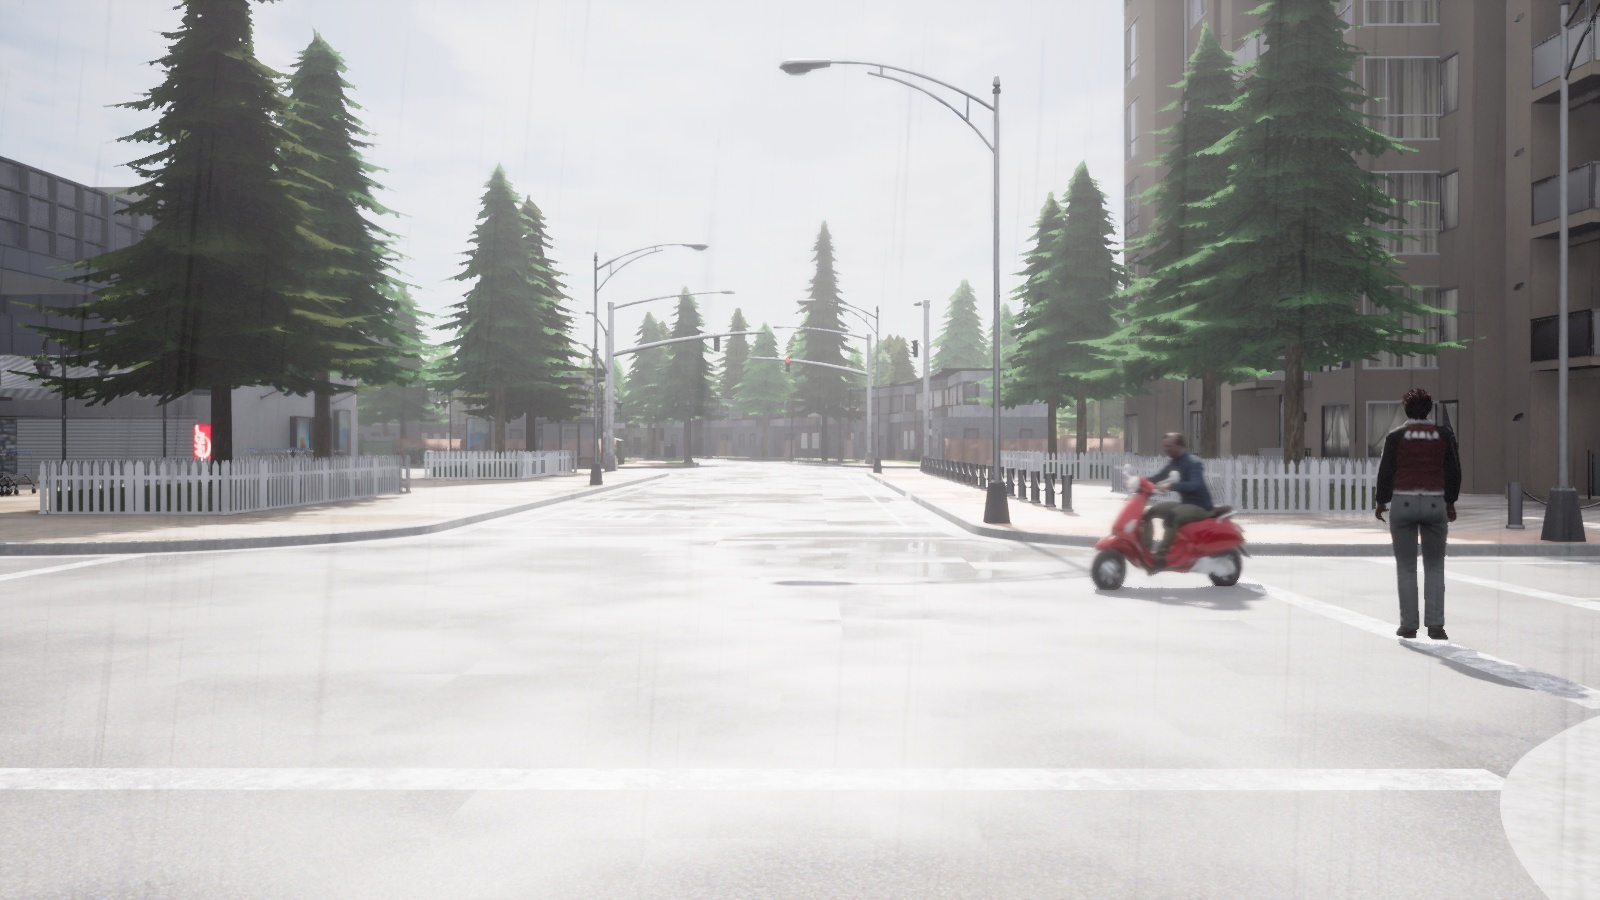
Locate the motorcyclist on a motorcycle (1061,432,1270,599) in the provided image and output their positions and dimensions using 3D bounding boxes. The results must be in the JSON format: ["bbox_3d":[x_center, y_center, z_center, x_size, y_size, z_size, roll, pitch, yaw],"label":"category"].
[{"bbox_3d":[3.672,0.623,12.671,1.817,1.590,0.866,0,2,-15],"label":"motorcyclist on a motorcycle"}]

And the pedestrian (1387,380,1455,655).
[{"bbox_3d":[4.546,0.473,9.218,0.402,1.930,0.666,0,0,23],"label":"pedestrian"}]
